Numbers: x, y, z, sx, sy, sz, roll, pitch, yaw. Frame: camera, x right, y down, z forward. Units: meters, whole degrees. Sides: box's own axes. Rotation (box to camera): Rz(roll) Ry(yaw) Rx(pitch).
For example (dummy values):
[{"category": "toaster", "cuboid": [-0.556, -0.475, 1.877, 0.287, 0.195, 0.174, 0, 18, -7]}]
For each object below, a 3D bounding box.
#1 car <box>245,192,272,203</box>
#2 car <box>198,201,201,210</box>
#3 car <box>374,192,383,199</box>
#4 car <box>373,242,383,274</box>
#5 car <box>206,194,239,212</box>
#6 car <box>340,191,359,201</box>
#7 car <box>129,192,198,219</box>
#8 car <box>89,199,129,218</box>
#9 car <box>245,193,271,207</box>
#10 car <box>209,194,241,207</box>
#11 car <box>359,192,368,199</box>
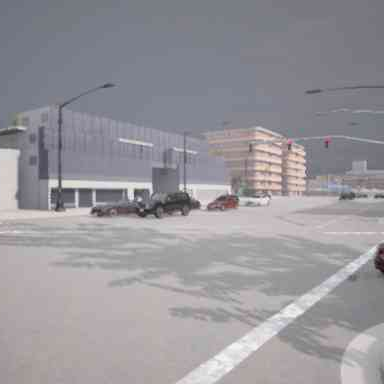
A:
[{"category": "car", "cuboid": [10.457, 0.819, 51.685, 2.033, 1.411, 5.357, 1, 2, 36]}, {"category": "car", "cuboid": [-0.745, 1.290, 35.914, 1.994, 1.385, 4.181, 0, 1, 35]}, {"category": "car", "cuboid": [36.304, 0.700, 63.850, 1.895, 1.301, 4.718, 0, 0, 35]}, {"category": "car", "cuboid": [6.877, 1.556, 8.520, 4.181, 1.385, 1.994, 0, 0, -17]}, {"category": "car", "cuboid": [3.381, 1.238, 35.675, 1.812, 1.442, 4.674, 1, 1, 36]}, {"category": "car", "cuboid": [25.585, 0.611, 54.591, 1.837, 1.490, 4.892, 0, 1, 35]}, {"category": "car", "cuboid": [-2.242, 1.027, 27.708, 2.150, 2.045, 5.566, 1, 1, 36]}, {"category": "car", "cuboid": [-6.066, 1.339, 28.395, 2.033, 1.411, 5.357, 0, 1, 35]}, {"category": "car", "cuboid": [8.485, 1.056, 42.877, 1.812, 1.442, 4.674, 0, 2, 35]}, {"category": "car", "cuboid": [4.355, 1.065, 43.104, 1.837, 1.490, 4.892, 0, 2, 35]}, {"category": "car", "cuboid": [33.728, 0.681, 66.277, 1.895, 1.301, 4.718, 0, -1, 35]}]
